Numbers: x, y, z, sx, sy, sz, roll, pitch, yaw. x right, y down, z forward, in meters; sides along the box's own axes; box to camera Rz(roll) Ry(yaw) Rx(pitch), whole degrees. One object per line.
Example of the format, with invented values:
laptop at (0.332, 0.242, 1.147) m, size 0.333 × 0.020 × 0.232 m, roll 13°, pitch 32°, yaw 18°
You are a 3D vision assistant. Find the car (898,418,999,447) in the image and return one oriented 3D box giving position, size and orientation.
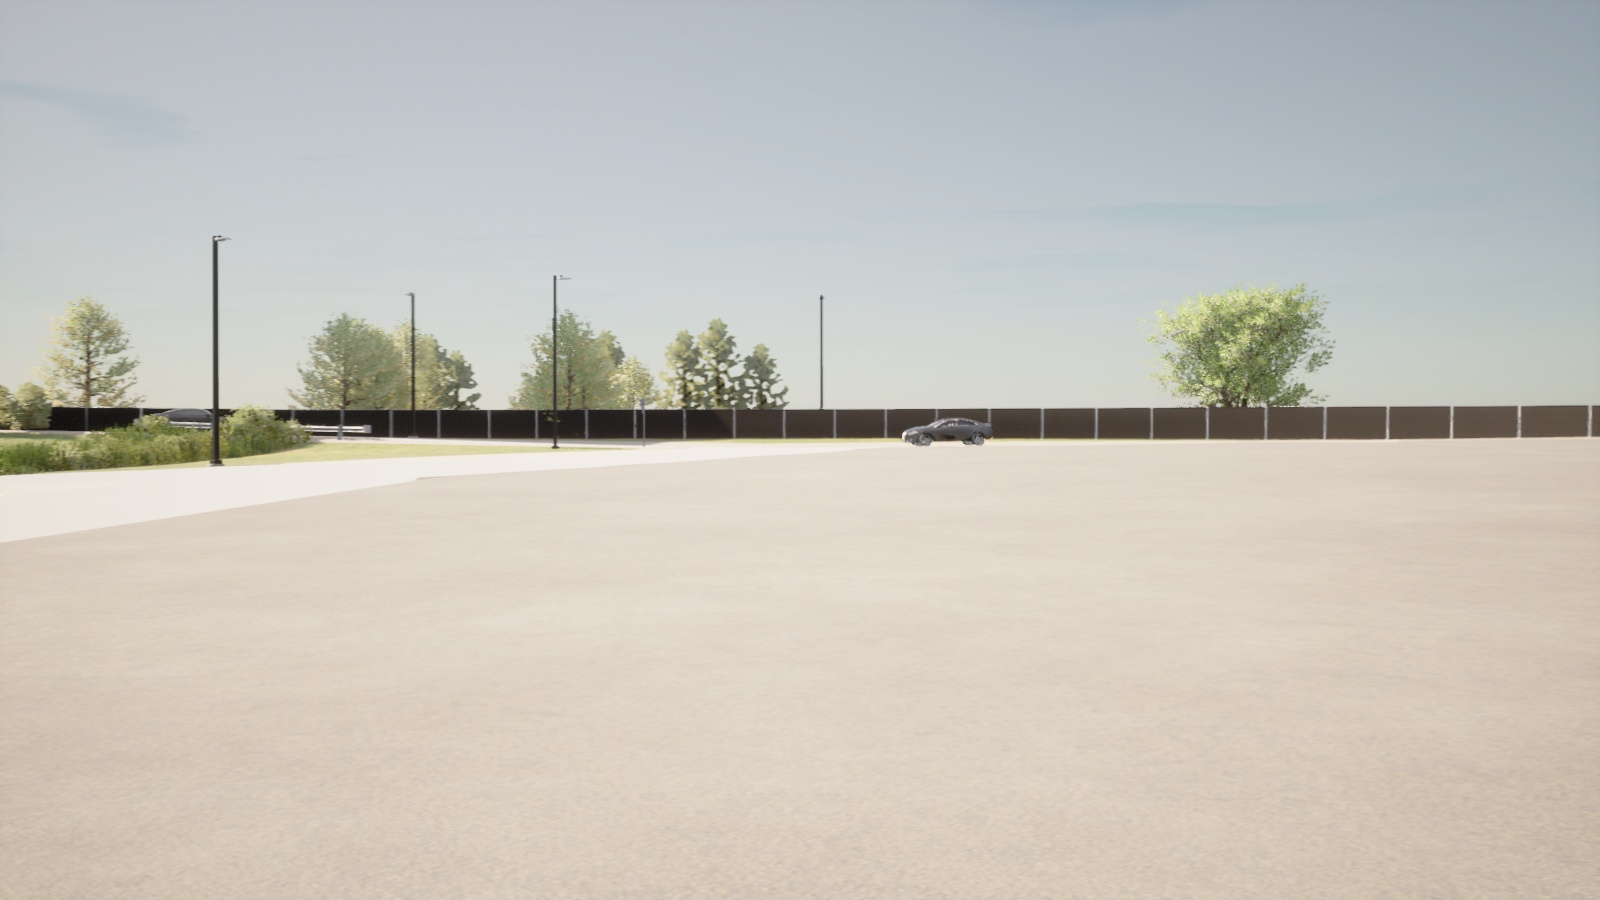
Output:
car at (7.903, -0.935, 66.929) m, size 4.902 × 1.511 × 2.128 m, roll 0°, pitch 0°, yaw -11°

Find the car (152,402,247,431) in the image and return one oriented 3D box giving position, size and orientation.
car at (-33.908, -1.882, 71.044) m, size 4.674 × 1.442 × 1.812 m, roll 2°, pitch 0°, yaw -19°
